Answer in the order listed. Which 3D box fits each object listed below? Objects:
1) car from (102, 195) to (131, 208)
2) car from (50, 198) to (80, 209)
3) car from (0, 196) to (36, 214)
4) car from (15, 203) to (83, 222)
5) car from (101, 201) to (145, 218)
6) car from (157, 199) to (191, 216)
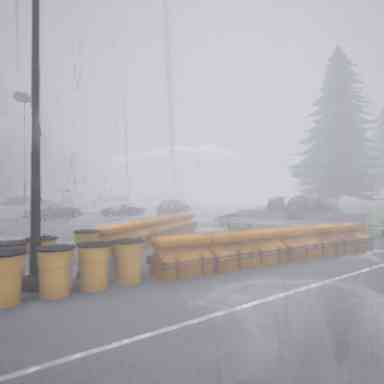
[{"bbox_3d":[-12.522,1.551,55.558,2.150,2.045,5.566,0,0,19],"label":"car"},{"bbox_3d":[-20.531,1.850,53.983,1.837,1.490,4.892,0,0,21],"label":"car"},{"bbox_3d":[-22.131,1.507,40.631,2.150,2.045,5.566,0,-1,24],"label":"car"},{"bbox_3d":[-11.855,1.735,28.577,2.033,1.411,5.357,0,0,25],"label":"car"},{"bbox_3d":[-6.437,1.788,31.846,1.895,1.301,4.718,0,0,24],"label":"car"},{"bbox_3d":[-1.771,1.538,34.185,2.097,1.767,4.553,0,0,23],"label":"car"}]
